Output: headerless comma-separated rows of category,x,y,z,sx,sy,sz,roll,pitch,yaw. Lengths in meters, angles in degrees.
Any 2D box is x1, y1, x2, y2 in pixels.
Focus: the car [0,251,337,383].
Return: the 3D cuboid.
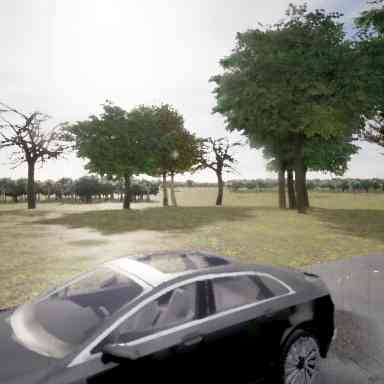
car,-0.452,1.491,3.583,4.902,1.511,2.128,0,0,-35
